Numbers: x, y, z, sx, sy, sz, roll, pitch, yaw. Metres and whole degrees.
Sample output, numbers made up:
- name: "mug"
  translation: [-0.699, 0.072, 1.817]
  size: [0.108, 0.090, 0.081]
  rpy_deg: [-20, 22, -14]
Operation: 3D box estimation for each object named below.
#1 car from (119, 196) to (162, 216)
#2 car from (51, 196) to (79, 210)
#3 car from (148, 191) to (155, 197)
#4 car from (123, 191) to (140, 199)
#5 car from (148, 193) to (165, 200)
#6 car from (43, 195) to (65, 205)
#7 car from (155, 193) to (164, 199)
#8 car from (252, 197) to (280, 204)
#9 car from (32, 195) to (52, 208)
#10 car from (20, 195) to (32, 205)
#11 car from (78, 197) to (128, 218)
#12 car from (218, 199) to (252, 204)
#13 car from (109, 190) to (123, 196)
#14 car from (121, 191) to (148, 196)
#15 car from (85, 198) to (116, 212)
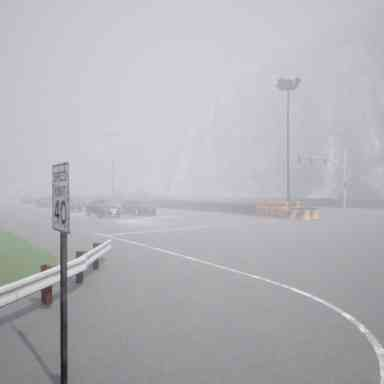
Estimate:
- name: "car"
  translation: [-5.225, 1.430, 31.892]
  size: [1.837, 1.490, 4.892]
  rpy_deg: [0, 0, -38]
- name: "car"
  translation: [-13.764, 1.491, 37.091]
  size: [1.895, 1.301, 4.718]
  rpy_deg: [0, 0, -38]
- name: "car"
  translation: [-10.358, 0.831, 67.159]
  size: [2.150, 2.045, 5.566]
  rpy_deg: [0, 1, -38]
- name: "car"
  translation: [-14.060, 0.740, 77.414]
  size: [2.097, 1.767, 4.553]
  rpy_deg: [0, 1, -38]
- name: "car"
  translation: [-8.072, 1.039, 75.443]
  size: [1.812, 1.442, 4.674]
  rpy_deg: [0, 1, -38]
- name: "car"
  translation: [-22.482, 1.237, 53.985]
  size: [2.033, 1.411, 5.357]
  rpy_deg: [0, 1, -38]
- name: "car"
  translation: [-7.899, 0.951, 69.532]
  size: [2.097, 1.767, 4.553]
  rpy_deg: [0, 1, -38]
- name: "car"
  translation: [11.067, 1.450, 51.120]
  size: [1.895, 1.301, 4.718]
  rpy_deg: [0, 0, -38]
- name: "car"
  translation: [-19.475, 1.318, 44.407]
  size: [1.837, 1.490, 4.892]
  rpy_deg: [0, 1, -38]
- name: "car"
  translation: [-25.701, 1.212, 52.427]
  size: [1.812, 1.442, 4.674]
  rpy_deg: [0, 1, -37]
- name: "car"
  translation: [-8.041, 1.424, 29.811]
  size: [2.128, 1.511, 4.902]
  rpy_deg: [0, 0, -38]
- name: "car"
  translation: [4.836, 1.487, 42.053]
  size: [1.895, 1.301, 4.718]
  rpy_deg: [0, 0, -38]
- name: "car"
  translation: [-16.846, 0.661, 75.295]
  size: [2.150, 2.045, 5.566]
  rpy_deg: [0, 1, -38]
- name: "car"
  translation: [-10.851, 1.022, 62.102]
  size: [2.097, 1.767, 4.553]
  rpy_deg: [0, 1, -38]
- name: "car"
  translation: [-10.701, 1.449, 38.854]
  size: [1.994, 1.385, 4.181]
  rpy_deg: [0, 0, -38]
